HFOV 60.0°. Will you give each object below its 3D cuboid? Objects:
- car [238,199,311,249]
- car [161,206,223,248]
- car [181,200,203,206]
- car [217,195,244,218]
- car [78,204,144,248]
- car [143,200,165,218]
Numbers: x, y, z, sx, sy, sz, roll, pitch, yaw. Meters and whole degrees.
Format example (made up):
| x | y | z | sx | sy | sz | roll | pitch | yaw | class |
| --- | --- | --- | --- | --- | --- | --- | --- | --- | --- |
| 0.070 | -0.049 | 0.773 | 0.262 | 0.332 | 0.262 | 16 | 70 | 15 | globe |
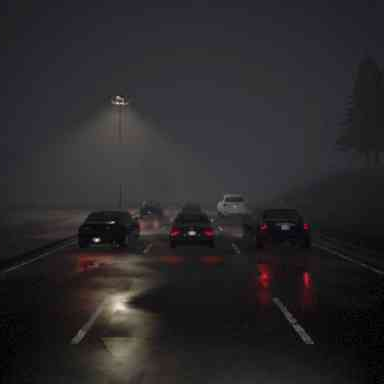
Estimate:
| x | y | z | sx | sy | sz | roll | pitch | yaw | class |
| --- | --- | --- | --- | --- | --- | --- | --- | --- | --- |
| 3.500 | 1.363 | 14.620 | 2.097 | 1.767 | 4.553 | 0 | 0 | 0 | car |
| 0.000 | 1.560 | 14.650 | 2.033 | 1.411 | 5.357 | 0 | 0 | 0 | car |
| 0.000 | 1.493 | 29.650 | 2.128 | 1.511 | 4.902 | 0 | 0 | 0 | car |
| 3.500 | 1.255 | 29.680 | 2.150 | 2.045 | 5.566 | 0 | 0 | 0 | car |
| -3.500 | 1.513 | 14.650 | 1.837 | 1.490 | 4.892 | 0 | 0 | 0 | car |
| -3.500 | 1.492 | 29.650 | 2.128 | 1.511 | 4.902 | 0 | 0 | 0 | car |
